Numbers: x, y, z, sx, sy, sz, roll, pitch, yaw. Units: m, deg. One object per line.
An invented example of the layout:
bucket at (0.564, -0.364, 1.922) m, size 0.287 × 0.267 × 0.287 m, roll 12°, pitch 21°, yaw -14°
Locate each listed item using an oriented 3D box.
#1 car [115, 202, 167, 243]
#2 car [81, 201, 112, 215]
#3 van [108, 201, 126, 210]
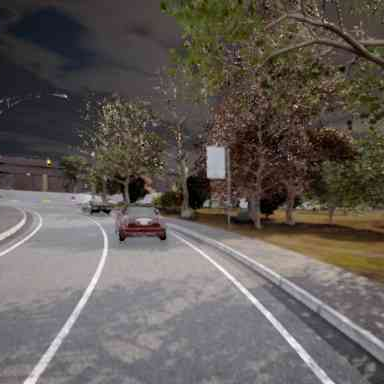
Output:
car at (-2.606, 1.339, 16.304) m, size 2.097 × 1.767 × 4.553 m, roll 1°, pitch 0°, yaw -15°
car at (-9.263, 1.491, 31.963) m, size 1.895 × 1.301 × 4.718 m, roll 3°, pitch -1°, yaw -30°
van at (-20.105, 3.718, 89.375) m, size 4.442 × 1.987 × 1.878 m, roll -5°, pitch -7°, yaw 28°
